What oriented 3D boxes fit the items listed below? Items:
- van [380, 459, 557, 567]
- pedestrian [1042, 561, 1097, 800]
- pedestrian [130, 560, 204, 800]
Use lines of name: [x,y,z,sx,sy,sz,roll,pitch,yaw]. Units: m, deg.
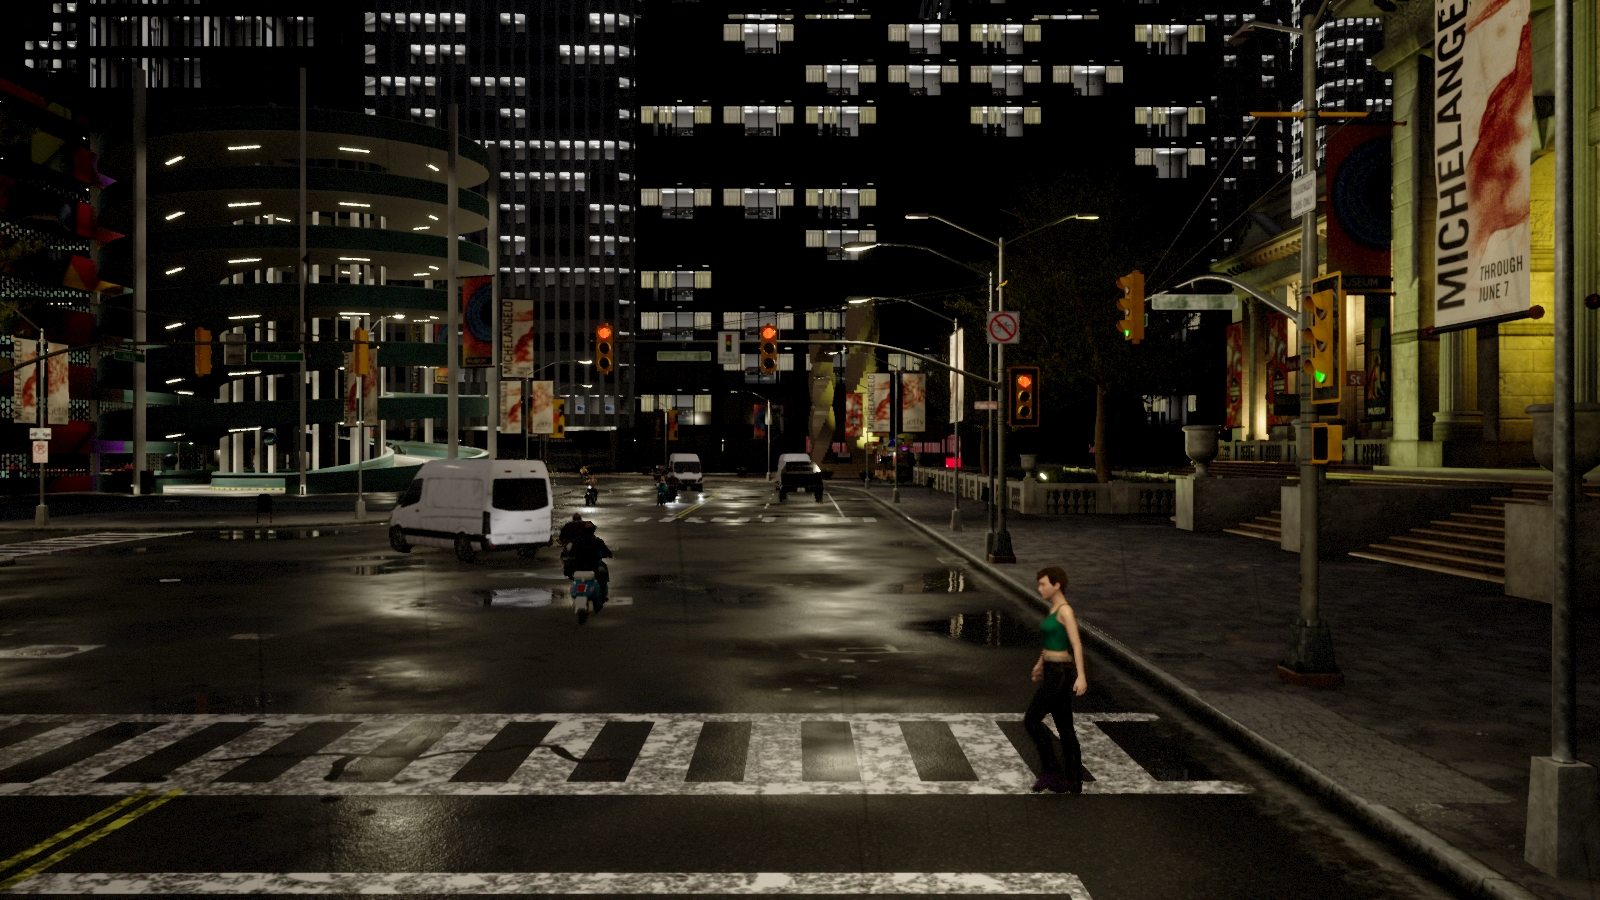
van: [-8.906,1.534,30.339,1.988,2.561,5.915,0,0,-44]
pedestrian: [2.185,1.849,9.277,0.375,1.860,0.375,0,0,3]
pedestrian: [-5.156,1.848,9.310,0.375,1.860,0.375,0,0,18]
